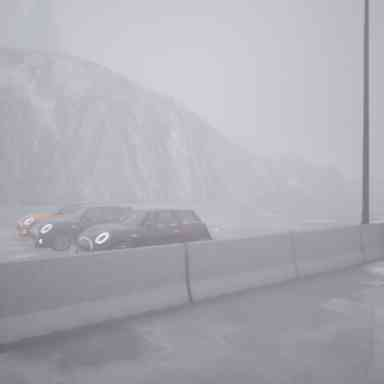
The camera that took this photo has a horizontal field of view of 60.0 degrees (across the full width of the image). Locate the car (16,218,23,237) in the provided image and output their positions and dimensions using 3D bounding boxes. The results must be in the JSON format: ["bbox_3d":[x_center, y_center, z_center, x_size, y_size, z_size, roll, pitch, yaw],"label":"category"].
[{"bbox_3d":[-6.267,1.325,16.710,4.553,1.767,2.097,0,0,-35],"label":"car"}]

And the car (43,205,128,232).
[{"bbox_3d":[-6.568,1.572,20.788,4.718,1.301,1.895,0,0,-35],"label":"car"}]

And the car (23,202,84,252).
[{"bbox_3d":[-4.232,1.333,13.863,4.553,1.767,2.097,0,0,-35],"label":"car"}]

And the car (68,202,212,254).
[{"bbox_3d":[-1.553,1.343,11.471,4.553,1.767,2.097,0,0,-35],"label":"car"}]
